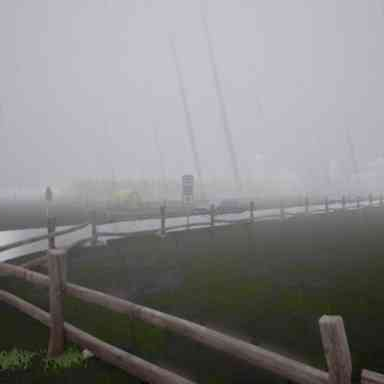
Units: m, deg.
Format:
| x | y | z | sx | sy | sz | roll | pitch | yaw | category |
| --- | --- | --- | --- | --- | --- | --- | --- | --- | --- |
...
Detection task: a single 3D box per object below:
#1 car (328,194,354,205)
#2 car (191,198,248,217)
| x | y | z | sx | sy | sz | roll | pitch | yaw | category |
| --- | --- | --- | --- | --- | --- | --- | --- | --- | --- |
| 19.930 | 0.961 | 44.417 | 5.357 | 1.411 | 2.033 | -1 | 1 | -44 | car |
| 2.402 | 1.241 | 27.508 | 5.357 | 1.411 | 2.033 | -1 | 1 | -44 | car |
